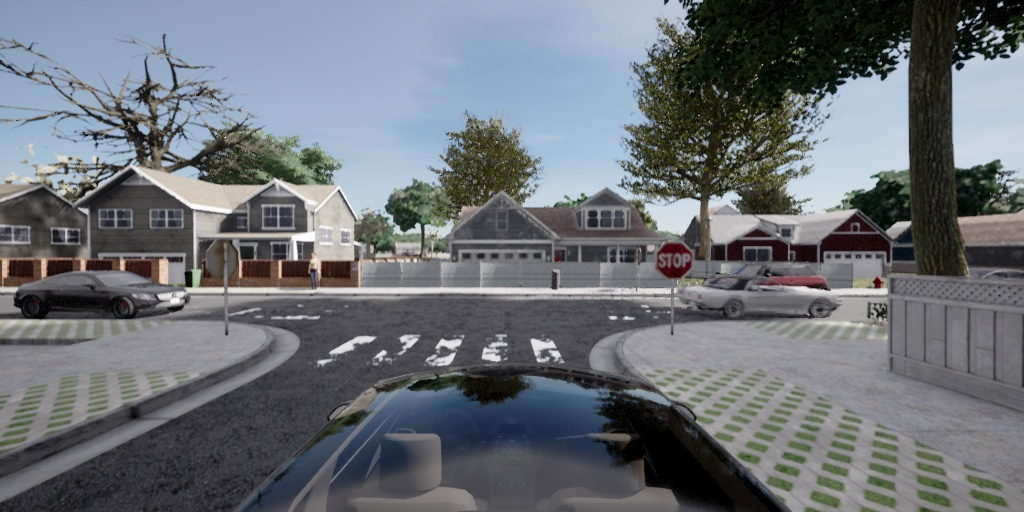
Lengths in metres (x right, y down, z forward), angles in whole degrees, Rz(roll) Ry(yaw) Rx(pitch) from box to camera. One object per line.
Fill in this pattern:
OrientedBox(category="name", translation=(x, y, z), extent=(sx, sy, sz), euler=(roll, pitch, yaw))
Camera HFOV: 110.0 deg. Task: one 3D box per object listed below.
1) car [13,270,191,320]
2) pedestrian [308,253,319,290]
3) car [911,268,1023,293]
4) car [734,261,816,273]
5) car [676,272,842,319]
OrientedBox(category="car", translation=(-13.358, 1.203, 11.791), extent=(4.674, 1.442, 1.812), euler=(0, 1, 1))
OrientedBox(category="pedestrian", translation=(-9.809, 0.751, 17.741), extent=(0.375, 1.860, 0.375), euler=(0, 1, -1))
OrientedBox(category="car", translation=(19.765, 1.258, 15.200), extent=(4.902, 1.511, 2.128), euler=(0, 1, -1))
OrientedBox(category="car", translation=(10.463, 1.083, 15.085), extent=(4.553, 1.767, 2.097), euler=(0, 1, -1))
OrientedBox(category="car", translation=(8.398, 1.362, 12.374), extent=(4.718, 1.301, 1.895), euler=(0, 1, -2))
